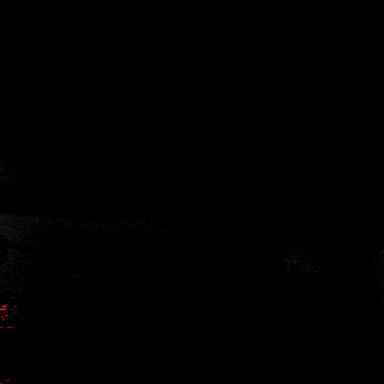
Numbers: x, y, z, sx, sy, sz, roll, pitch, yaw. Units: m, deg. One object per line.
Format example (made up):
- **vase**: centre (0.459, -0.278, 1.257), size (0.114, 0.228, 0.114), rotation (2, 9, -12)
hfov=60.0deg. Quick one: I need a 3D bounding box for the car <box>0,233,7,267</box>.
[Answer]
- **car**: centre (-7.422, 1.498, 10.134), size (4.892, 1.490, 1.837), rotation (0, 0, 38)
